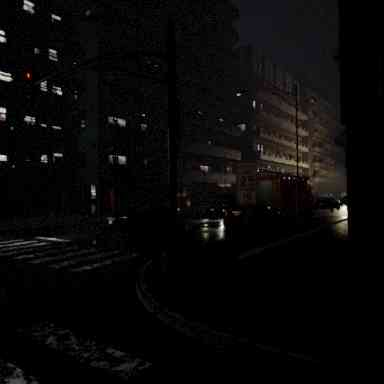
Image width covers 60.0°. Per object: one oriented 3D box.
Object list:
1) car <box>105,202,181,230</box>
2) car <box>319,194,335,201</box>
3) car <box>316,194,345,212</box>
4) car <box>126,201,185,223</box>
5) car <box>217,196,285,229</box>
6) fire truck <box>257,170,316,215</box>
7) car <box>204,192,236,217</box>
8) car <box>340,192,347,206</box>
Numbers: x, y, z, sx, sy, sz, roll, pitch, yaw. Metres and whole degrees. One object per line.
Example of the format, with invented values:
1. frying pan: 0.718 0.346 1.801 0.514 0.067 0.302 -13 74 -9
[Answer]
1. car: -3.063 1.389 20.326 2.128 1.511 4.902 -1 0 36
2. car: 26.670 1.084 65.577 2.008 1.369 4.403 -1 0 36
3. car: 13.449 1.196 33.166 1.947 1.339 4.313 -1 0 36
4. car: -2.677 1.458 25.400 1.887 1.381 4.507 -1 0 36
5. car: 3.541 1.201 19.362 1.967 1.590 4.097 -1 0 36
6. fire truck: 8.594 0.059 31.096 2.891 3.827 8.468 -1 0 36
7. car: 3.228 1.033 28.987 2.150 2.045 5.566 -1 0 35
8. car: 20.113 1.087 42.326 1.887 1.381 4.507 -1 0 36
